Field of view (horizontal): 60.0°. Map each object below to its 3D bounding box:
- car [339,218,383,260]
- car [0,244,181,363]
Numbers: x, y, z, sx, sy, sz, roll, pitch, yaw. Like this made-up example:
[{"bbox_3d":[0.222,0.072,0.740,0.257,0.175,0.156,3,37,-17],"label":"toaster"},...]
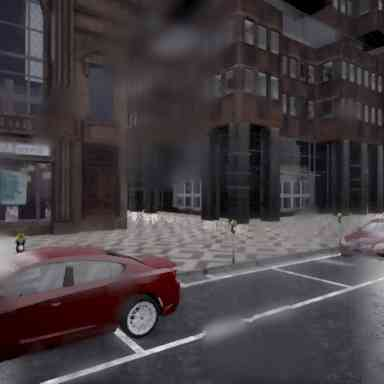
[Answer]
[{"bbox_3d":[6.823,1.583,11.512,4.206,1.307,1.802,0,0,-35],"label":"car"},{"bbox_3d":[-2.297,1.544,5.006,4.507,1.381,1.887,0,0,-35],"label":"car"}]
